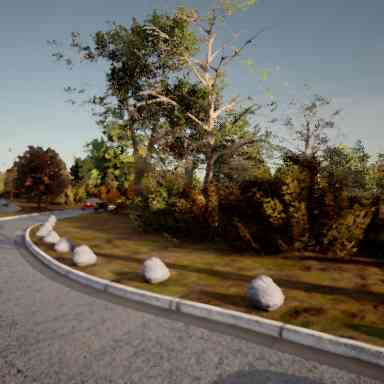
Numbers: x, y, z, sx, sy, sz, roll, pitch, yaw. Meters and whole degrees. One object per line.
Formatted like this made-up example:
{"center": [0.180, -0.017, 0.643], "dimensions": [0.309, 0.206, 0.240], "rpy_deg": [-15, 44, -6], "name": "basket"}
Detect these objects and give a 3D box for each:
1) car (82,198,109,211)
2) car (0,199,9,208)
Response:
{"center": [-13.529, 1.671, 46.981], "dimensions": [2.097, 1.767, 4.553], "rpy_deg": [0, 0, 11], "name": "car"}
{"center": [-31.294, 1.893, 54.645], "dimensions": [1.837, 1.490, 4.892], "rpy_deg": [0, 0, -35], "name": "car"}
